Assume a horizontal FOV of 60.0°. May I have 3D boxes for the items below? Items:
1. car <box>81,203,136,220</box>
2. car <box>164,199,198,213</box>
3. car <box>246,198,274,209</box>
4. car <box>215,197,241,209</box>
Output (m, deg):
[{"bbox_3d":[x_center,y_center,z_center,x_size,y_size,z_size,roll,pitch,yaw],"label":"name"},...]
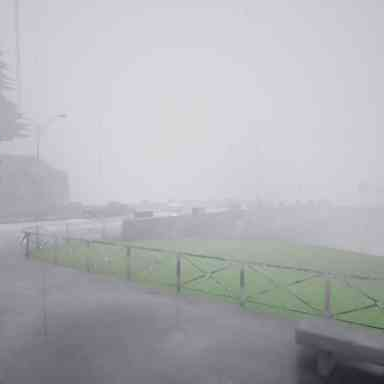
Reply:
[{"bbox_3d":[-7.123,1.601,28.598,1.895,1.301,4.718,0,0,35],"label":"car"},{"bbox_3d":[-1.156,1.526,36.961,1.812,1.442,4.674,0,0,35],"label":"car"},{"bbox_3d":[9.035,1.547,44.033,2.033,1.411,5.357,0,0,35],"label":"car"},{"bbox_3d":[4.901,1.491,45.437,2.128,1.511,4.902,0,0,36],"label":"car"}]
